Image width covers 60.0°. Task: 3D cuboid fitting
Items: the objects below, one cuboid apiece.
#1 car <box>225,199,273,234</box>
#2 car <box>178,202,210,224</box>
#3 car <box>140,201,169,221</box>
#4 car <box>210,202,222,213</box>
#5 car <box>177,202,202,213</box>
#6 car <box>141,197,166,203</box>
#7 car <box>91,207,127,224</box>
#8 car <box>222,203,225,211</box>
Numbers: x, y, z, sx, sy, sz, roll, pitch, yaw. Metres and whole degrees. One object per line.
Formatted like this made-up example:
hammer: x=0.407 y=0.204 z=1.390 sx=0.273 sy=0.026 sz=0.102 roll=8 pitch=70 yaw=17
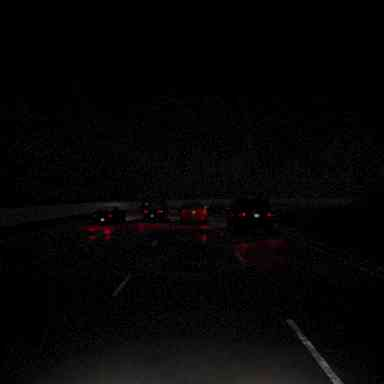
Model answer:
car: x=3.597 y=1.441 z=21.162 sx=2.150 sy=2.045 sz=5.566 roll=0 pitch=-1 yaw=0
car: x=0.186 y=1.642 z=28.053 sx=2.097 sy=1.767 sz=4.553 roll=0 pitch=-1 yaw=1
car: x=-3.222 y=1.838 z=30.242 sx=1.812 sy=1.442 sz=4.674 roll=0 pitch=-1 yaw=3
car: x=3.343 y=2.021 z=44.385 sx=1.994 sy=1.385 sz=4.181 roll=0 pitch=-1 yaw=21
car: x=-0.293 y=2.024 z=44.617 sx=1.994 sy=1.385 sz=4.181 roll=0 pitch=-1 yaw=20
car: x=-4.793 y=1.668 z=43.132 sx=2.150 sy=2.045 sz=5.566 roll=0 pitch=0 yaw=17
car: x=-6.825 y=1.888 z=27.850 sx=1.895 sy=1.301 sz=4.718 roll=0 pitch=-1 yaw=1
car: x=5.548 y=1.967 z=40.725 sx=2.033 sy=1.411 sz=5.357 roll=0 pitch=-1 yaw=18
